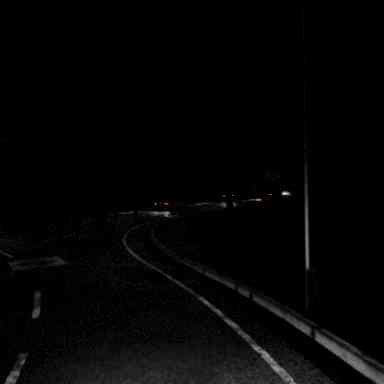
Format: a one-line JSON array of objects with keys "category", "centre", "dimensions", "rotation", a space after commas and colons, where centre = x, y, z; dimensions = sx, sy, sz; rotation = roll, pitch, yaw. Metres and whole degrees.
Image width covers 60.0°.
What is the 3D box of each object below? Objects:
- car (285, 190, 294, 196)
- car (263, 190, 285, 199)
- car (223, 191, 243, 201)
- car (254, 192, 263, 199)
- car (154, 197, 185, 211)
[{"category": "car", "centre": [22.290, 0.262, 77.757], "dimensions": [1.812, 1.442, 4.674], "rotation": [-1, 1, 30]}, {"category": "car", "centre": [17.053, 0.676, 68.751], "dimensions": [2.128, 1.511, 4.902], "rotation": [-1, 1, 30]}, {"category": "car", "centre": [7.147, 0.694, 58.232], "dimensions": [2.097, 1.767, 4.553], "rotation": [-1, 1, 31]}, {"category": "car", "centre": [14.376, 0.723, 70.612], "dimensions": [2.128, 1.511, 4.902], "rotation": [-1, 1, 30]}, {"category": "car", "centre": [-2.753, 1.400, 41.202], "dimensions": [2.097, 1.767, 4.553], "rotation": [-1, 1, 30]}]
